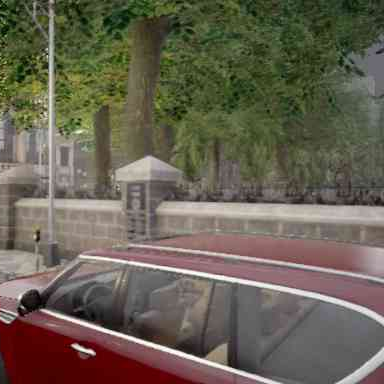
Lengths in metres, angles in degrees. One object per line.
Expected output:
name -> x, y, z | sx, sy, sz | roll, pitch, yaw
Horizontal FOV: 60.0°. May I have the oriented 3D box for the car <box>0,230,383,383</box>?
car -> -0.132, 1.304, 3.060 | 5.009, 1.841, 2.192 | 0, 0, 35
